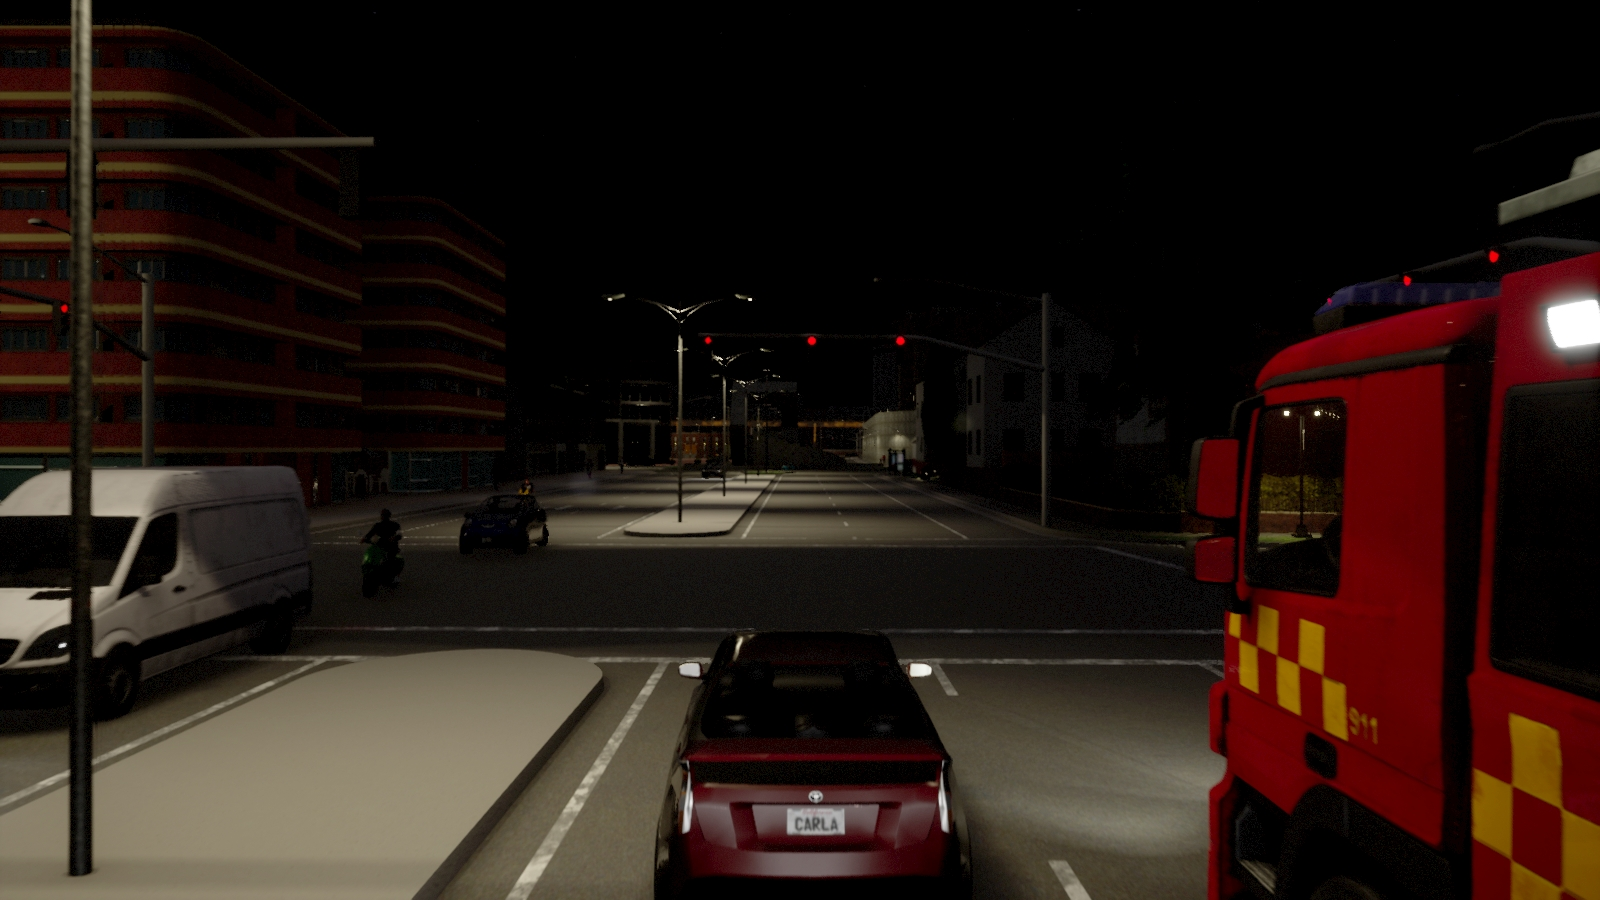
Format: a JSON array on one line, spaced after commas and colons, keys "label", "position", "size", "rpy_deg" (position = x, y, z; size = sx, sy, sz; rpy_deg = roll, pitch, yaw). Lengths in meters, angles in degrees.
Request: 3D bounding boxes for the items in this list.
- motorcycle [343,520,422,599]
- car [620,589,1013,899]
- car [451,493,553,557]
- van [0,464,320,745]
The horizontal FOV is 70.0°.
[{"label": "motorcycle", "position": [-8.010, 2.083, 22.001], "size": [0.856, 1.341, 1.805], "rpy_deg": [0, 0, 0]}, {"label": "car", "position": [0.055, 2.028, 8.096], "size": [2.007, 1.525, 4.514], "rpy_deg": [0, 0, -1]}, {"label": "car", "position": [-8.028, 1.980, 31.082], "size": [1.845, 1.501, 3.633], "rpy_deg": [0, 0, 0]}, {"label": "van", "position": [-8.020, 1.497, 13.754], "size": [1.988, 2.561, 5.915], "rpy_deg": [0, 0, 0]}]
